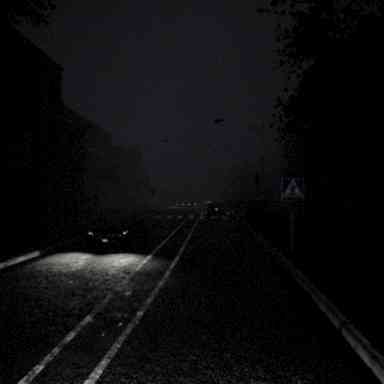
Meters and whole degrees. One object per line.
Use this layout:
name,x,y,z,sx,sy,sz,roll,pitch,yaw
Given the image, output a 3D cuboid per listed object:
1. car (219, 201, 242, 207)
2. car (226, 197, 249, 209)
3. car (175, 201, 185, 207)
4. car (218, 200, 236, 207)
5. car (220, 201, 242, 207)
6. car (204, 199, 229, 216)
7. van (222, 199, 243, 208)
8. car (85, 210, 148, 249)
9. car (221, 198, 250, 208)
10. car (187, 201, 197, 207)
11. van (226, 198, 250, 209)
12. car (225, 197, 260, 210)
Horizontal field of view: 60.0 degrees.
car,9.935,3.088,85.659,5.366,1.575,1.946,2,-2,-18
car,8.901,1.962,56.040,5.566,2.045,2.435,2,-2,-18
car,-2.747,2.761,77.211,1.837,1.490,4.892,0,-2,2
car,9.959,3.191,94.504,4.553,1.767,2.185,2,-2,-19
car,9.695,3.036,82.650,4.792,1.488,2.163,2,-2,-18
car,2.623,1.754,35.546,1.994,1.385,4.181,0,0,4
van,9.691,2.700,79.728,4.442,1.987,1.878,2,-2,-18
car,-3.147,1.571,14.874,1.812,1.442,4.674,0,0,4
car,9.349,2.416,70.821,5.566,2.045,2.435,2,-2,-18
car,0.052,2.783,77.144,1.837,1.490,4.892,0,-2,2
van,9.338,2.355,67.895,4.442,1.987,1.878,2,-2,-18
car,8.941,2.052,58.967,5.566,2.045,2.435,2,-2,-18
